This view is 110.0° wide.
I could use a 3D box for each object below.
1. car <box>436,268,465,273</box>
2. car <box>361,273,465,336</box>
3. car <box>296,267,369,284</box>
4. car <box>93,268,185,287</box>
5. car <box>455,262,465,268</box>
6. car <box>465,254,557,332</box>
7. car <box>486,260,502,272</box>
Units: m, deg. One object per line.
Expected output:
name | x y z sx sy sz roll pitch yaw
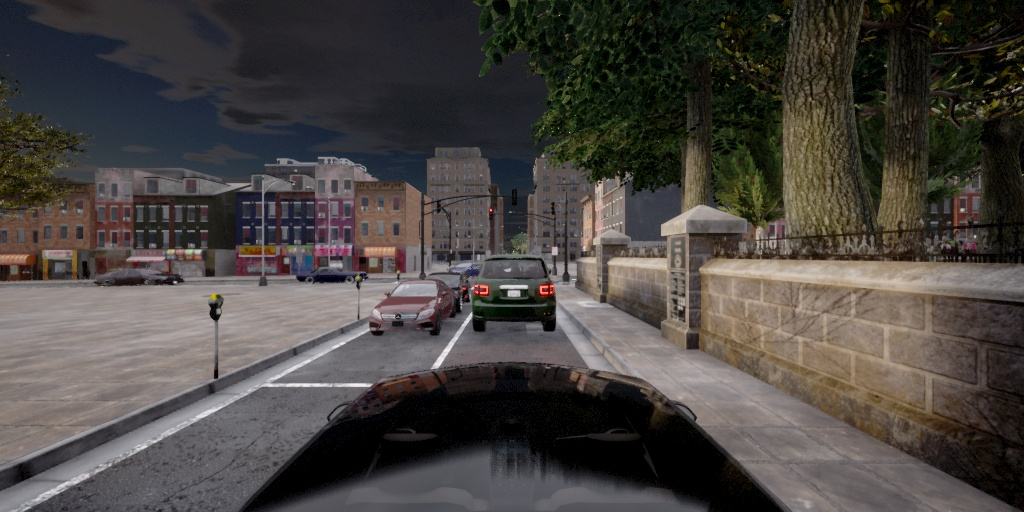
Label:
car | -2.638 1.315 14.041 1.948 1.339 4.313 0 0 0
car | -2.638 1.331 10.379 1.802 1.307 4.207 0 0 0
car | -13.358 1.478 26.942 4.718 1.301 1.895 -1 0 0
car | -27.942 1.616 26.895 5.357 1.411 2.033 -1 0 0
car | -4.010 1.288 32.532 1.812 1.442 4.674 0 1 27
car | 0.076 0.971 11.058 2.150 2.045 5.566 0 0 1
car | -2.287 1.265 46.942 1.812 1.442 4.674 0 0 0
